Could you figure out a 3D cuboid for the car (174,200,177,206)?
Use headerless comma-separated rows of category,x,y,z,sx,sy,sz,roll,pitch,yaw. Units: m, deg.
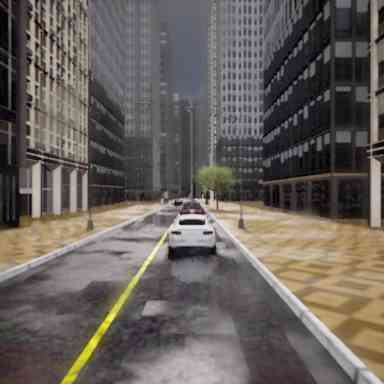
car,-2.974,2.331,71.744,1.895,1.301,4.718,0,-1,0

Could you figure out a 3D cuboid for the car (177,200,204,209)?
car,0.015,1.634,29.067,2.097,1.767,4.553,0,-1,0

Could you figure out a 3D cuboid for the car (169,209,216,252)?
car,0.012,1.665,14.375,1.812,1.442,4.674,0,0,0
